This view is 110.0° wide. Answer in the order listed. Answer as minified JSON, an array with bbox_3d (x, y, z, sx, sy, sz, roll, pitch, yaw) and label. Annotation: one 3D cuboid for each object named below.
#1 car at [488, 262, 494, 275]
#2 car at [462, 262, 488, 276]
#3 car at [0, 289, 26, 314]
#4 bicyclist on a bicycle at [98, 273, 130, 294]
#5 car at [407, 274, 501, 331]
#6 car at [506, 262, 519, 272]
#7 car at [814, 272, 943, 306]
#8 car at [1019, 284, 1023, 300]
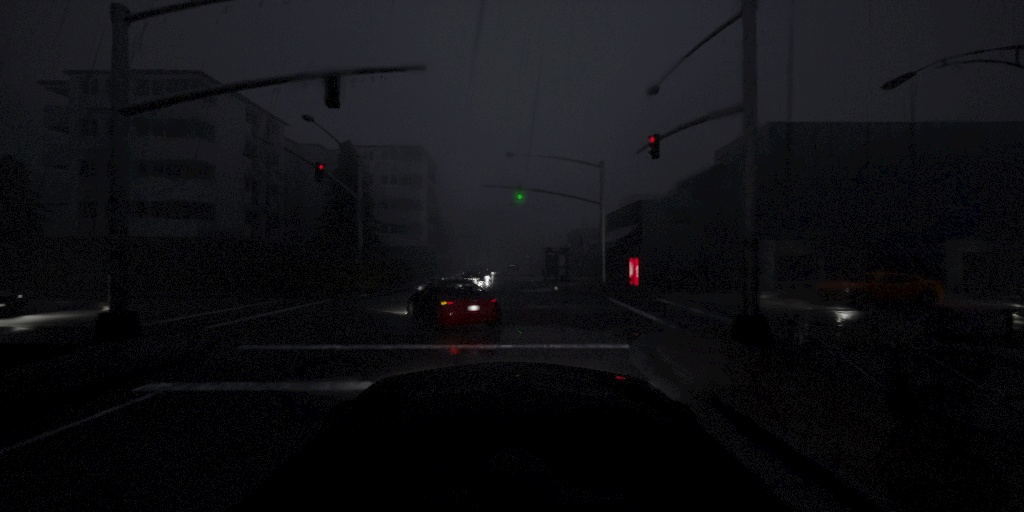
[{"bbox_3d":[-3.579,1.659,43.906,1.895,1.301,4.718,0,0,0],"label":"car"},{"bbox_3d":[-3.592,1.510,33.873,1.812,1.442,4.674,0,0,0],"label":"car"},{"bbox_3d":[-21.208,1.536,13.290,4.674,1.442,1.812,0,0,0],"label":"car"},{"bbox_3d":[-23.031,1.366,20.767,0.582,1.620,1.656,0,0,0],"label":"bicyclist on a bicycle"},{"bbox_3d":[-2.010,1.439,11.657,1.994,1.385,4.181,1,-1,-28],"label":"car"},{"bbox_3d":[0.113,1.639,56.193,2.128,1.511,4.902,0,0,0],"label":"car"},{"bbox_3d":[17.299,1.517,17.080,5.008,1.535,1.882,0,0,0],"label":"car"},{"bbox_3d":[27.524,1.517,17.099,5.008,1.535,1.882,0,0,0],"label":"car"}]
